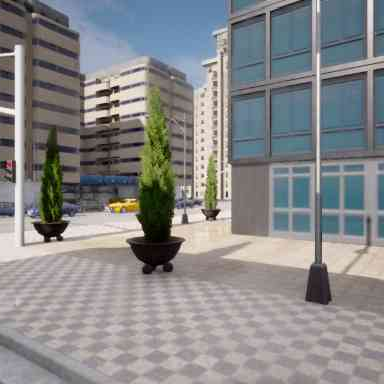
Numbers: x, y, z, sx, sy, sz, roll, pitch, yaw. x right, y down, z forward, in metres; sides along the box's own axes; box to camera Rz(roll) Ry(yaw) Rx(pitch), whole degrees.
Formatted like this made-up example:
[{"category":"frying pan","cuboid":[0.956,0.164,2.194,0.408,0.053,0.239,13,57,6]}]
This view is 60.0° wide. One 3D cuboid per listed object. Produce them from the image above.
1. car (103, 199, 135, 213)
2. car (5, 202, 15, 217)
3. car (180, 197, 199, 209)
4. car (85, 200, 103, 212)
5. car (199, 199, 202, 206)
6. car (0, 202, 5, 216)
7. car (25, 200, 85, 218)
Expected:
[{"category":"car","cuboid":[-7.216,1.533,37.795,1.882,1.535,5.008,0,0,35]},{"category":"car","cuboid":[-17.191,1.603,29.760,2.033,1.411,5.357,0,0,35]},{"category":"car","cuboid":[-1.442,1.581,45.927,1.812,1.442,4.674,0,0,35]},{"category":"car","cuboid":[-11.859,1.619,37.292,1.994,1.385,4.181,0,0,35]},{"category":"car","cuboid":[-0.087,1.581,53.851,1.812,1.442,4.674,0,0,36]},{"category":"car","cuboid":[-14.857,1.408,21.047,2.097,1.767,4.553,0,0,40]},{"category":"car","cuboid":[-12.535,1.581,30.244,1.812,1.442,4.674,0,0,35]}]
